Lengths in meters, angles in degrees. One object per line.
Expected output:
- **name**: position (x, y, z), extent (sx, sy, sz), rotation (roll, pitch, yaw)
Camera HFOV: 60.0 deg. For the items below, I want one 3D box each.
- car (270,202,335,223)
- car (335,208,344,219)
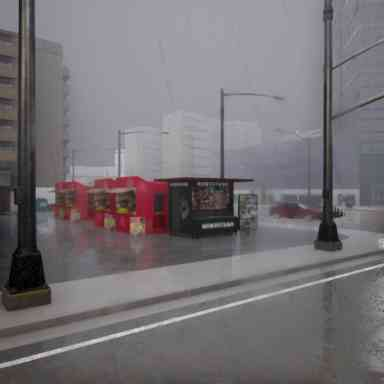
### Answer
- **car**: position (8.713, 1.589, 27.308), extent (1.882, 1.535, 5.008), rotation (0, 0, -36)
- **car**: position (11.298, 1.682, 29.730), extent (1.994, 1.385, 4.181), rotation (0, -1, -36)
